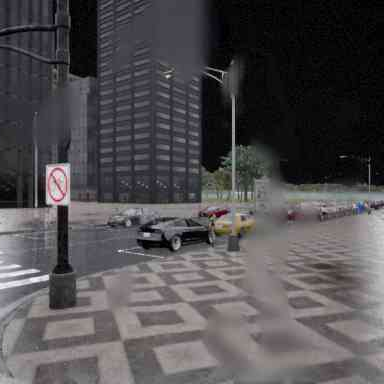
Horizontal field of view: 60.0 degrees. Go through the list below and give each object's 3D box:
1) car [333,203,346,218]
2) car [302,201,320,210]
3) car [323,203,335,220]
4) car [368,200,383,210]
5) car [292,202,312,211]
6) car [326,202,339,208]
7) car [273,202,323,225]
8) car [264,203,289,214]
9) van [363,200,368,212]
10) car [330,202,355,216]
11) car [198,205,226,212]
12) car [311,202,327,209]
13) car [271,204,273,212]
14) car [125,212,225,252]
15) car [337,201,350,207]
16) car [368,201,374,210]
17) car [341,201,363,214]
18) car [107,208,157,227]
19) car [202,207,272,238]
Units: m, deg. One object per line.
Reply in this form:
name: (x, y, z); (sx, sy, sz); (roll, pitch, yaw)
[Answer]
car: (15.792, 2.245, 37.881); (1.802, 1.307, 4.206); (-1, -2, 36)
car: (21.959, 2.474, 61.213); (1.967, 1.590, 4.097); (-1, -2, 35)
car: (12.511, 2.113, 33.282); (1.887, 1.381, 4.507); (-1, -2, 35)
car: (35.451, 2.537, 65.452); (2.192, 1.841, 5.009); (-1, -2, 35)
car: (18.682, 2.492, 56.616); (2.008, 1.369, 4.403); (-1, -2, 35)
car: (31.791, 2.889, 74.994); (1.802, 1.307, 4.206); (-1, -2, 35)
car: (9.233, 1.790, 28.693); (2.192, 1.841, 5.009); (-1, -2, 35)
car: (12.127, 2.303, 47.426); (2.008, 1.369, 4.403); (-1, -2, 35)
van: (25.619, 2.288, 51.666); (1.690, 1.788, 3.998); (-1, -2, 35)
car: (19.065, 2.303, 42.472); (1.887, 1.381, 4.507); (-1, -2, 35)
car: (2.298, 2.014, 33.643); (1.887, 1.381, 4.507); (-1, -2, 35)
car: (25.236, 2.671, 65.805); (1.887, 1.381, 4.507); (-1, -2, 35)
car: (8.851, 2.208, 42.832); (2.008, 1.369, 4.403); (-1, -2, 35)
car: (-0.596, 1.774, 14.903); (1.947, 1.339, 4.313); (-1, -2, 35)
car: (38.345, 3.035, 84.183); (2.008, 1.369, 4.403); (-1, -1, 35)
car: (28.897, 2.590, 56.256); (2.008, 1.369, 4.403); (-1, -2, 35)
car: (22.342, 2.293, 47.069); (1.967, 1.590, 4.097); (-1, -2, 35)
car: (-4.255, 1.840, 24.453); (2.008, 1.369, 4.403); (-1, -1, 35)
car: (2.779, 1.823, 19.636); (1.752, 1.417, 4.829); (-1, -2, 35)
